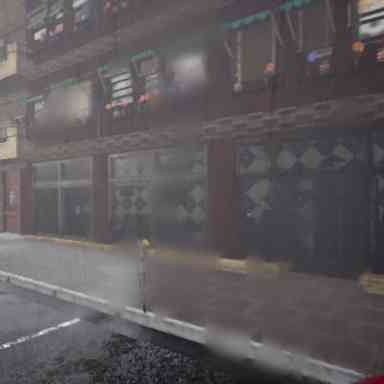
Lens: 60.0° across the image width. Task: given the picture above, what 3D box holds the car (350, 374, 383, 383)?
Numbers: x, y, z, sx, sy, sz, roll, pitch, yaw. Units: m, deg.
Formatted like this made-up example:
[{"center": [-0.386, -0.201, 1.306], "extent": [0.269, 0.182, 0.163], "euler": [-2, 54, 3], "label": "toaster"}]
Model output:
[{"center": [2.670, 1.542, 0.979], "extent": [4.507, 1.381, 1.887], "euler": [0, -1, 36], "label": "car"}]
